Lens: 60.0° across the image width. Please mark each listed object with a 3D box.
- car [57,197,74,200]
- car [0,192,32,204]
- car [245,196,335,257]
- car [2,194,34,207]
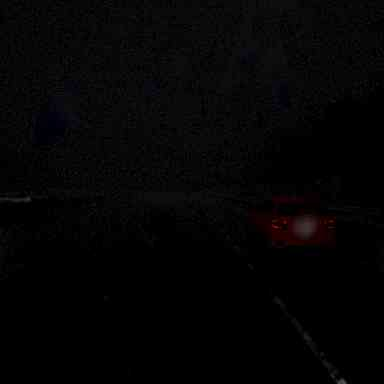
[{"bbox_3d":[-17.558,1.339,46.166,2.033,1.411,5.357,0,0,0],"label":"car"},{"bbox_3d":[-21.106,1.037,39.032,2.150,2.045,5.566,0,0,0],"label":"car"},{"bbox_3d":[3.493,1.168,12.834,2.150,2.045,5.566,0,0,0],"label":"car"},{"bbox_3d":[-24.550,1.140,47.064,2.097,1.767,4.553,0,0,0],"label":"car"}]
